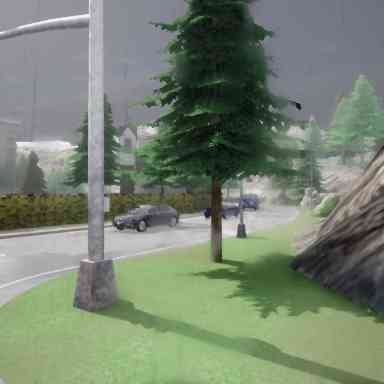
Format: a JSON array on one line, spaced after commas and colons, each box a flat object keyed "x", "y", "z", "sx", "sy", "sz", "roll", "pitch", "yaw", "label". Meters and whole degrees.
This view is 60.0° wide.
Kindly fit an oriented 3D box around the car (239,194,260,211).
[{"x": 7.048, "y": 1.220, "z": 40.743, "sx": 2.150, "sy": 2.045, "sz": 5.566, "roll": 0, "pitch": 0, "yaw": 15, "label": "car"}]

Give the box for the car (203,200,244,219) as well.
[{"x": 2.693, "y": 1.601, "z": 29.146, "sx": 1.895, "sy": 1.301, "sz": 4.718, "roll": 0, "pitch": 0, "yaw": 26, "label": "car"}]

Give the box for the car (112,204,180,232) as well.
[{"x": -2.684, "y": 1.505, "z": 20.357, "sx": 1.837, "sy": 1.490, "sz": 4.892, "roll": 0, "pitch": 0, "yaw": 35, "label": "car"}]
